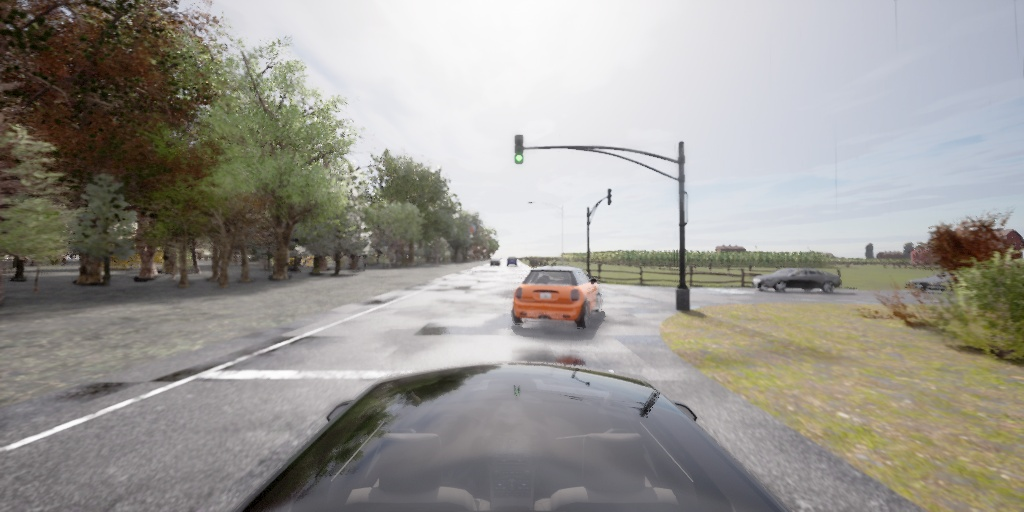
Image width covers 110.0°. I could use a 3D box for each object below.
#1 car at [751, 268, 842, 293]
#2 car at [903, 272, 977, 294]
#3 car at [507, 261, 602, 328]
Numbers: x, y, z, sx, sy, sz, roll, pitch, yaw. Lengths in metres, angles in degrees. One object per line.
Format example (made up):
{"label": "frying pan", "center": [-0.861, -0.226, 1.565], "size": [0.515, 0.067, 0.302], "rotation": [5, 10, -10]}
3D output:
{"label": "car", "center": [18.004, 1.517, 22.844], "size": [4.902, 1.511, 2.128], "rotation": [1, -1, 1]}
{"label": "car", "center": [28.387, 1.686, 22.777], "size": [5.357, 1.411, 2.033], "rotation": [1, -1, 0]}
{"label": "car", "center": [1.647, 1.115, 11.763], "size": [2.097, 1.767, 4.553], "rotation": [0, 0, 20]}
